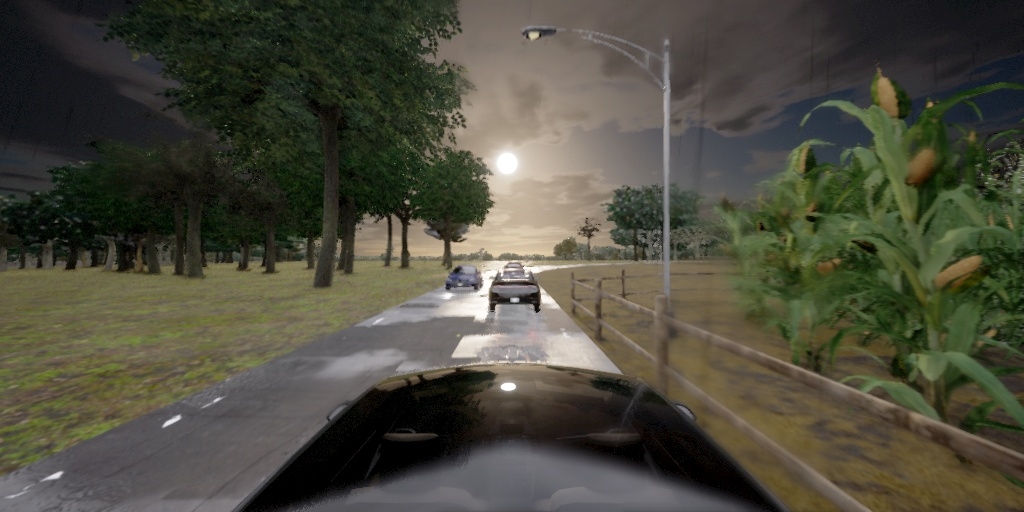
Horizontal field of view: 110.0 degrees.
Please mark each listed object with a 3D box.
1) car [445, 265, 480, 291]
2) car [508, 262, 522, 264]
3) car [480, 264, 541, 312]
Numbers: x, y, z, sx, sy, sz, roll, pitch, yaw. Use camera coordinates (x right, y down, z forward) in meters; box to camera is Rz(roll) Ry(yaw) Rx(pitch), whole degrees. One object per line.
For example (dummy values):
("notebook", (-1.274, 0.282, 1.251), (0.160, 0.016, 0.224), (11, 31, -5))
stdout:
("car", (-2.811, 1.273, 21.862), (1.812, 1.442, 4.674), (0, 0, 0))
("car", (0.239, 1.253, 32.259), (1.812, 1.442, 4.674), (0, 0, 2))
("car", (0.100, 1.244, 14.312), (2.128, 1.511, 4.902), (0, 0, 0))
